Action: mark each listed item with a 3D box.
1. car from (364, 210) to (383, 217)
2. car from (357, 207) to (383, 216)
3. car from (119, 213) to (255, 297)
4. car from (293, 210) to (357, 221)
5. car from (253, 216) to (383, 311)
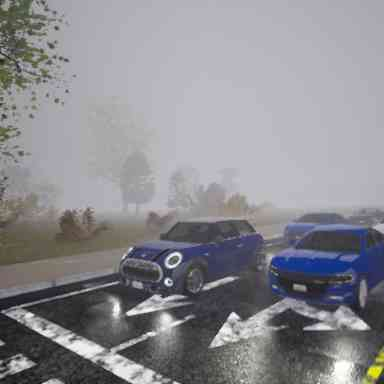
[{"bbox_3d":[9.601,1.678,15.226,1.812,1.442,4.674,-2,-1,41],"label":"car"},{"bbox_3d":[12.674,1.830,23.794,1.994,1.385,4.181,-2,-1,41],"label":"car"},{"bbox_3d":[0.219,1.526,9.264,2.097,1.767,4.553,-2,-1,41],"label":"car"},{"bbox_3d":[6.218,1.696,16.269,1.882,1.535,5.008,-2,-1,41],"label":"car"},{"bbox_3d":[3.700,1.587,8.332,1.882,1.535,5.008,-2,-1,41],"label":"car"}]
